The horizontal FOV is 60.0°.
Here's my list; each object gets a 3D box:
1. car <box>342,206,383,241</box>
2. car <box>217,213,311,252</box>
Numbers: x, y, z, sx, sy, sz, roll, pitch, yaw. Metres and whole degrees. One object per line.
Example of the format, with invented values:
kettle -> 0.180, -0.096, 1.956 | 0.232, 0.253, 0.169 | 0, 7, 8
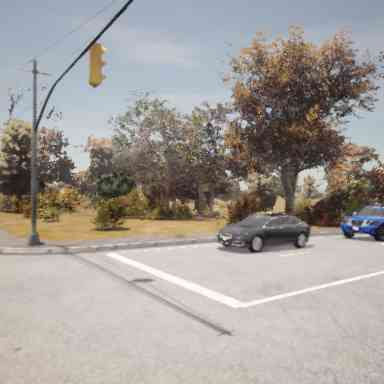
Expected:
car -> 11.781, 1.917, 20.994 | 5.566, 2.045, 2.150 | 4, -2, -36
car -> 3.328, 1.746, 14.956 | 4.892, 1.490, 1.837 | 2, -1, -35
